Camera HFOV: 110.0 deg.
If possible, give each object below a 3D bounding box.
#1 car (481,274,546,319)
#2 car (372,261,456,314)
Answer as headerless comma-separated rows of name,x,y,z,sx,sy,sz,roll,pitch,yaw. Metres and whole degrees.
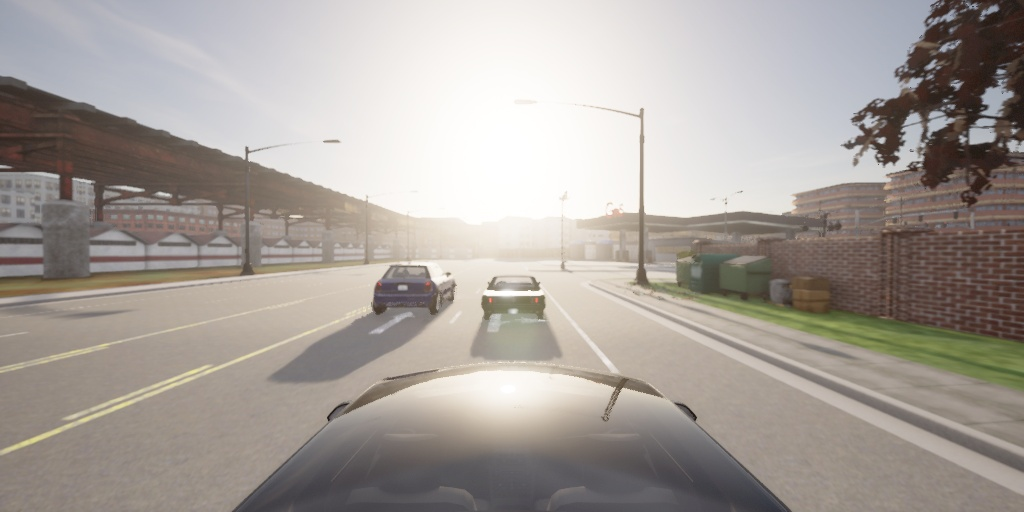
car,0.066,1.258,12.380,1.895,1.301,4.718,0,1,1
car,-3.429,0.997,13.430,2.097,1.767,4.553,0,1,0
